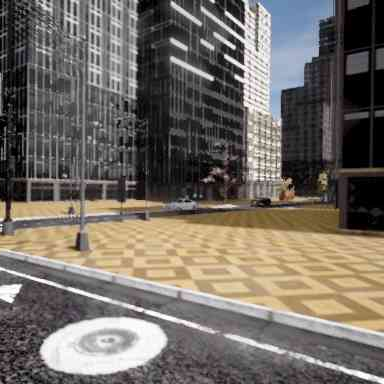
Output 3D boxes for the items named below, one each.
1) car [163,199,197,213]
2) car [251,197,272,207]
[{"bbox_3d":[-1.201,1.477,37.282,1.812,1.442,4.674,1,0,37],"label":"car"},{"bbox_3d":[11.214,1.546,53.784,2.128,1.511,4.902,1,0,37],"label":"car"}]
